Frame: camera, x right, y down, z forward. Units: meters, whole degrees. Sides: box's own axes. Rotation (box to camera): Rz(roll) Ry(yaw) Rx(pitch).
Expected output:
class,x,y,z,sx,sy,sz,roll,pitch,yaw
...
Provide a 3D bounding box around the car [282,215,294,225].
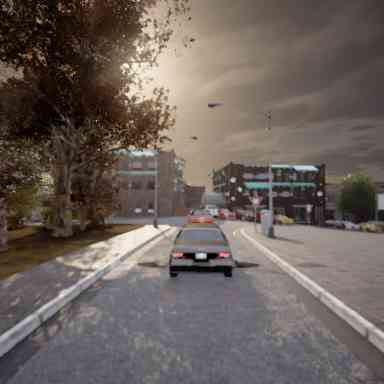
class,x,y,z,sx,sy,sz,roll,pitch,yaw
car,13.461,4.274,52.253,1.946,1.575,5.366,7,-4,-30

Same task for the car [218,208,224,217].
class,x,y,z,sx,sy,sz,roll,pitch,yaw
car,1.787,3.003,49.877,2.435,2.045,5.566,2,-3,-30

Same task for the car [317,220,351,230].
class,x,y,z,sx,sy,sz,roll,pitch,yaw
car,22.427,5.195,53.655,2.002,1.452,4.674,7,-4,-30

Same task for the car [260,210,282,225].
class,x,y,z,sx,sy,sz,roll,pitch,yaw
car,10.630,3.730,51.549,2.435,2.045,5.566,8,-5,-30

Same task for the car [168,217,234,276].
class,x,y,z,sx,sy,sz,roll,pitch,yaw
car,0.287,1.742,10.898,2.033,1.411,5.357,0,-2,1

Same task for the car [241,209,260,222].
class,x,y,z,sx,sy,sz,roll,pitch,yaw
car,7.635,3.557,50.981,2.185,1.767,4.553,7,-4,-31

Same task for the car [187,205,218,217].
class,x,y,z,sx,sy,sz,roll,pitch,yaw
car,0.663,2.158,26.453,2.097,1.767,4.553,0,-2,0

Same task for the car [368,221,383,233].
class,x,y,z,sx,sy,sz,roll,pitch,yaw
car,28.275,5.742,54.840,1.946,1.575,5.366,7,-4,-29

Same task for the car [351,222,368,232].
class,x,y,z,sx,sy,sz,roll,pitch,yaw
car,25.396,5.489,54.177,2.002,1.452,4.674,7,-5,-30

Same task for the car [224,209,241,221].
class,x,y,z,sx,sy,sz,roll,pitch,yaw
car,4.664,3.301,50.474,2.185,1.767,4.553,5,-4,-31
